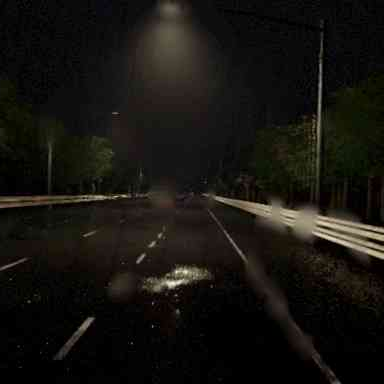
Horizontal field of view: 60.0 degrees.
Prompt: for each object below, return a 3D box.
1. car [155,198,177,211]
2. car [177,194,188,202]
[{"bbox_3d":[-3.117,1.519,38.838,1.895,1.301,4.718,2,0,1],"label":"car"},{"bbox_3d":[-2.674,1.527,78.464,1.994,1.385,4.181,2,0,1],"label":"car"}]
